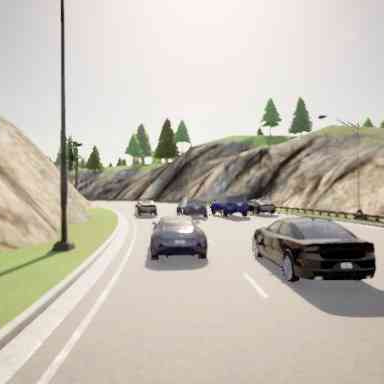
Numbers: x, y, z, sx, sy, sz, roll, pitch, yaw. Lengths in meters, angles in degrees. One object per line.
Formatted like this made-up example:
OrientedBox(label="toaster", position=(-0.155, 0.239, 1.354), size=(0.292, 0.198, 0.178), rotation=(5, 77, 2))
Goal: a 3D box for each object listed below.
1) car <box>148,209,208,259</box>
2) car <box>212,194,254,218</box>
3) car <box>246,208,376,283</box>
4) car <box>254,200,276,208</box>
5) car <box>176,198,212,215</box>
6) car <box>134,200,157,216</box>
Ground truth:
OrientedBox(label="car", position=(-0.606, 1.585, 12.758), size=(1.994, 1.385, 4.181), rotation=(0, 0, -6))
OrientedBox(label="car", position=(3.408, 1.236, 31.091), size=(2.150, 2.045, 5.566), rotation=(0, 0, -14))
OrientedBox(label="car", position=(3.199, 1.466, 9.755), size=(1.882, 1.535, 5.008), rotation=(0, 0, -4))
OrientedBox(label="car", position=(6.492, 1.485, 32.883), size=(2.128, 1.511, 4.902), rotation=(0, 0, -14))
OrientedBox(label="car", position=(-0.103, 1.393, 30.333), size=(2.097, 1.767, 4.553), rotation=(-1, 0, -14))
OrientedBox(label="car", position=(-4.691, 1.572, 33.364), size=(2.128, 1.511, 4.902), rotation=(0, 0, -16))
